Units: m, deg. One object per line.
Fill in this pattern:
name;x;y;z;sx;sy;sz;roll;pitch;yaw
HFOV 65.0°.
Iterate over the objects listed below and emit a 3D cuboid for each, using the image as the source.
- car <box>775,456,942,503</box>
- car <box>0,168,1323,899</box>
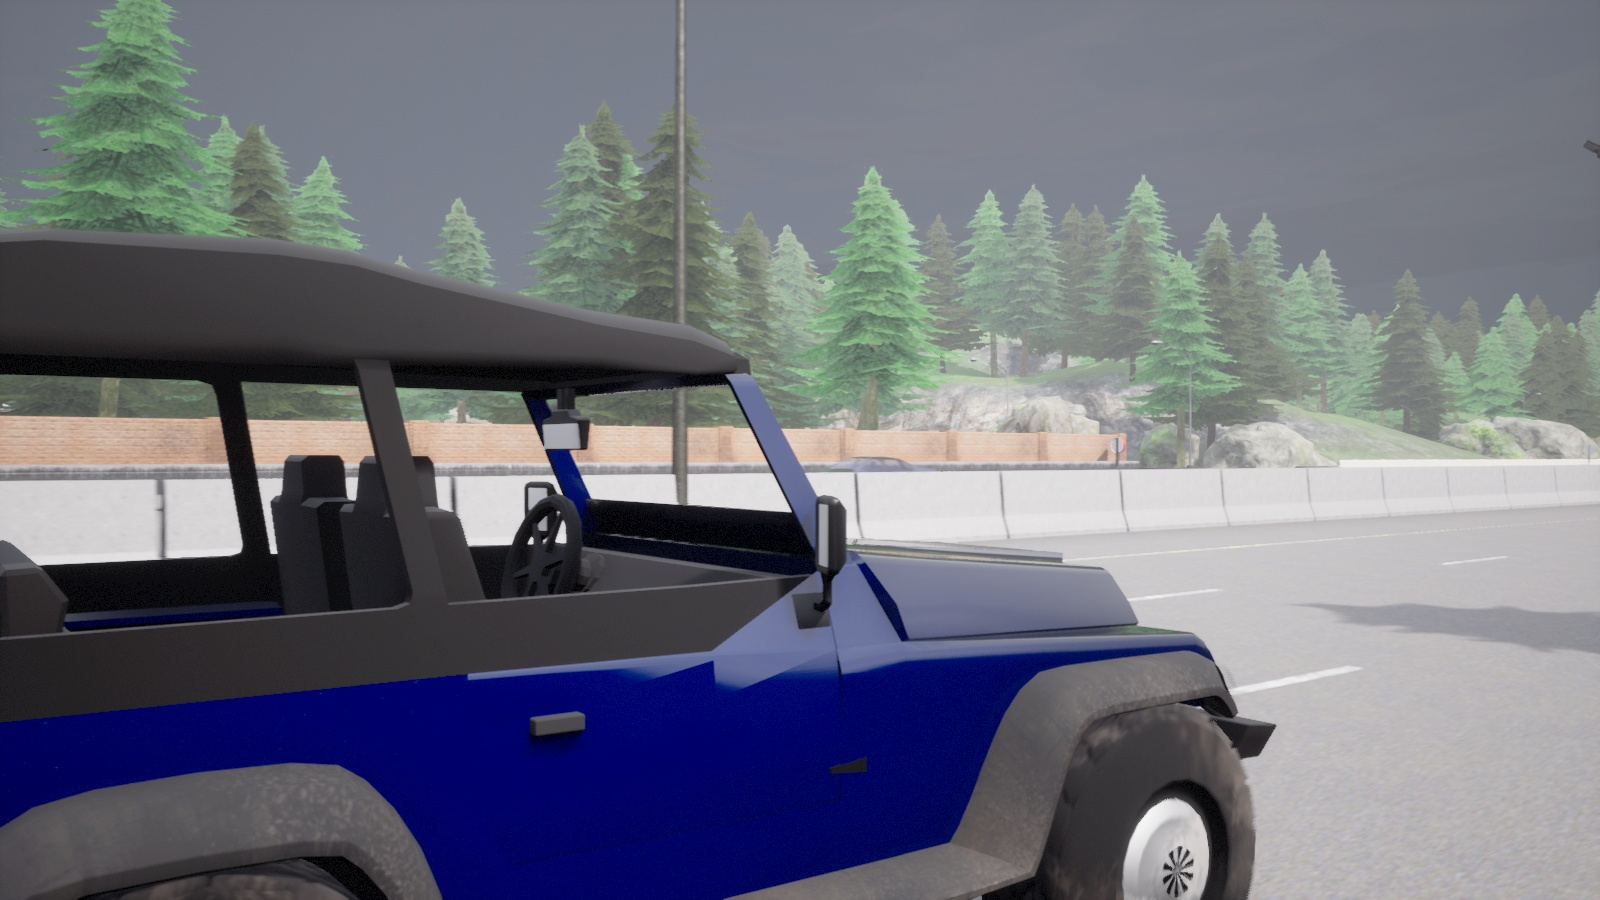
car;1.950;0.901;40.696;5.357;1.411;2.033;0;0;-38
car;-0.632;0.551;3.244;3.866;1.878;1.905;0;0;-36
